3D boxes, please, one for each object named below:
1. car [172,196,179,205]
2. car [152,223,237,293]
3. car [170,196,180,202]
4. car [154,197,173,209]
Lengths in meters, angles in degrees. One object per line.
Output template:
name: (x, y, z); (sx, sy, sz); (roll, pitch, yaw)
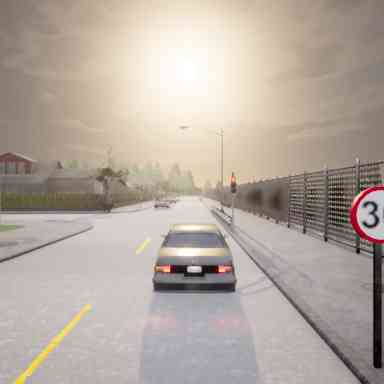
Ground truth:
car: (-3.958, 1.563, 60.661); (1.994, 1.385, 4.181); (0, 0, 0)
car: (0.070, 1.547, 8.967); (2.033, 1.411, 5.357); (0, 0, 1)
car: (-3.859, 1.538, 75.663); (2.033, 1.411, 5.357); (0, 0, 0)
car: (-4.013, 1.600, 44.908); (1.895, 1.301, 4.718); (0, 0, 0)
